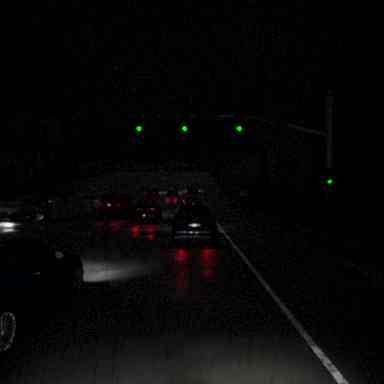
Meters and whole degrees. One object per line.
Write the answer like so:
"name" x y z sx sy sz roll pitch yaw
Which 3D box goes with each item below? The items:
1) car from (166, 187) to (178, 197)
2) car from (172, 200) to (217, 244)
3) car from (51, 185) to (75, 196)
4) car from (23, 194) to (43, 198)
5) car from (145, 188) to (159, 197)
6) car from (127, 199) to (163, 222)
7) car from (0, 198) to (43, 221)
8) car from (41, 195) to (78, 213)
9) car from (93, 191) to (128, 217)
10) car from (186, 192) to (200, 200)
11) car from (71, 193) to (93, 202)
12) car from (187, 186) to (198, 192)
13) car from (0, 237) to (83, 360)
"car" -3.421 -0.082 57.831 1.812 1.442 4.674 0 7 0
"car" 0.098 1.410 15.697 2.033 1.649 4.856 0 0 0
"car" -20.952 -0.011 54.383 2.150 2.045 5.566 0 6 1
"car" -21.028 1.086 43.491 1.882 1.535 5.008 0 3 1
"car" -6.920 -0.033 57.612 2.033 1.411 5.357 0 7 0
"car" -3.405 1.453 26.192 2.128 1.511 4.902 0 0 0
"car" -14.091 1.486 26.607 1.812 1.442 4.674 0 0 0
"car" -14.050 1.436 35.237 1.812 1.442 4.674 0 1 0
"car" -6.904 1.174 30.360 2.150 2.045 5.566 0 0 0
"car" 0.096 1.256 35.738 2.097 1.767 4.553 0 1 0
"car" -14.009 1.083 44.780 2.033 1.411 5.357 0 3 1
"car" 0.121 -0.396 60.752 1.994 1.385 4.181 0 7 1
"car" -3.409 1.518 5.763 1.812 1.442 4.674 0 0 0
